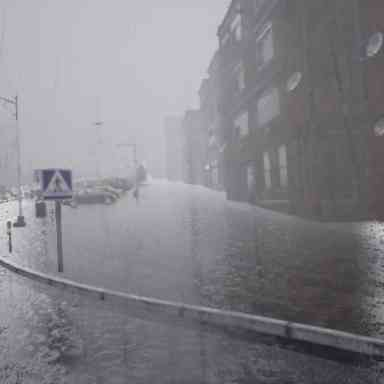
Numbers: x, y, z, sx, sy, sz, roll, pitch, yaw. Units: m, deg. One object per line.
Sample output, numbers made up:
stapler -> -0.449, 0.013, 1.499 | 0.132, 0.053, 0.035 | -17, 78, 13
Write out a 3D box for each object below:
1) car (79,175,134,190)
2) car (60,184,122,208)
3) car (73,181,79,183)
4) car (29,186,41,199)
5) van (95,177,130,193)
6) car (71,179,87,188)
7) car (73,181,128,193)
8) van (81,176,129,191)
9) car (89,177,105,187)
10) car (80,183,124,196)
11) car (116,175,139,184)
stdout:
car -> -10.463, -0.655, 41.052 | 5.566, 2.045, 2.435 | -4, 5, -26
car -> -9.027, 0.445, 29.020 | 4.892, 1.521, 2.231 | -4, 4, -26
car -> -15.555, -0.246, 42.707 | 1.994, 1.385, 4.181 | -3, 4, -6
car -> -18.645, -0.044, 41.147 | 1.812, 1.442, 4.674 | -3, 4, -6
van -> -11.250, -1.050, 47.051 | 4.442, 1.987, 1.878 | -4, 5, -26
car -> -21.316, -1.602, 63.096 | 1.837, 1.490, 4.892 | -3, 4, -6
car -> -9.891, 0.026, 34.969 | 5.366, 1.575, 1.946 | -4, 5, -26
van -> -9.982, -0.426, 38.109 | 4.442, 1.987, 1.878 | -4, 4, -26
car -> -18.142, -1.937, 63.835 | 2.097, 1.767, 4.553 | -3, 4, -6
car -> -9.369, 0.271, 32.038 | 4.674, 1.452, 2.002 | -4, 5, -26
car -> -14.308, -2.870, 74.292 | 4.553, 1.767, 2.185 | -4, 5, -27
